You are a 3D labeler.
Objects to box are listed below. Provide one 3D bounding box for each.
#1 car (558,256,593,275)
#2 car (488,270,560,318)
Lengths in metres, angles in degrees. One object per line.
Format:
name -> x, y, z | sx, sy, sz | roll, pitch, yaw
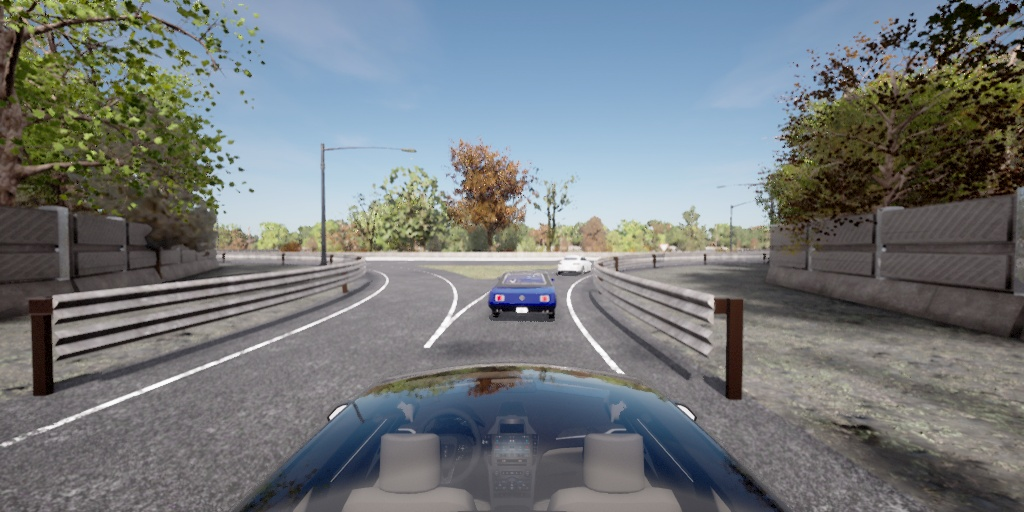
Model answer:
car -> 4.971, 0.682, 27.966 | 1.812, 1.442, 4.674 | 1, 1, 26
car -> 0.471, 1.121, 11.860 | 1.895, 1.301, 4.718 | 0, 1, 5
